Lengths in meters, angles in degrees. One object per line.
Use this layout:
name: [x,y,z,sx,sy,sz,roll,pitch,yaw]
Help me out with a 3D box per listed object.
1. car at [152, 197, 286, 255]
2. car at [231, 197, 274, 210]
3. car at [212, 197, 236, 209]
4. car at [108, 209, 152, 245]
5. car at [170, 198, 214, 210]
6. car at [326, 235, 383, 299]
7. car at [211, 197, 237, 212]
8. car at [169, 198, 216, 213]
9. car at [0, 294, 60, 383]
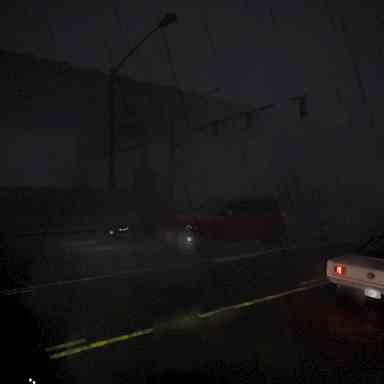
car: [1.443,1.221,13.621,5.566,2.045,2.150,0,0,-36]
car: [7.762,1.453,42.863,4.974,1.542,2.038,0,0,-7]
car: [3.868,1.295,39.152,1.853,1.218,4.536,0,0,18]
car: [-1.514,1.505,15.810,4.892,1.490,1.837,0,0,-36]
car: [0.056,1.295,36.425,4.536,1.218,1.853,0,0,8]
car: [5.180,1.601,7.470,4.718,1.301,1.895,0,0,-35]
car: [3.852,1.453,39.103,2.038,1.542,4.974,0,0,18]
car: [0.107,1.453,36.418,4.974,1.542,2.038,0,0,8]
car: [-3.463,1.221,1.280,5.566,2.045,2.150,0,0,-35]
